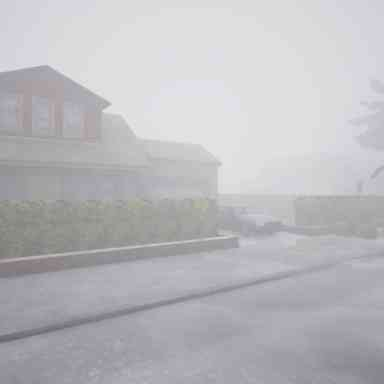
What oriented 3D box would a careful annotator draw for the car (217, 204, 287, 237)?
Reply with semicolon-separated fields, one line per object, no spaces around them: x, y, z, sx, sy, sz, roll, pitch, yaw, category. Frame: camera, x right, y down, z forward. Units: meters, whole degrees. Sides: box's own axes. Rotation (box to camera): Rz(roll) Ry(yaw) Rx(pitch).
2.235;1.356;16.975;2.033;1.415;5.357;0;0;-33;car
